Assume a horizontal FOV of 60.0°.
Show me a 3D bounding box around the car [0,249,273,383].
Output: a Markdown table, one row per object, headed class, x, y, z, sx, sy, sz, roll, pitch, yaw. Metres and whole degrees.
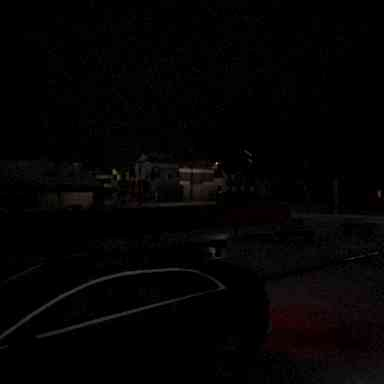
| class | x | y | z | sx | sy | sz | roll | pitch | yaw |
| --- | --- | --- | --- | --- | --- | --- | --- | --- | --- |
| car | -1.223 | 1.489 | 3.732 | 4.902 | 1.511 | 2.128 | 0 | 0 | -35 |
